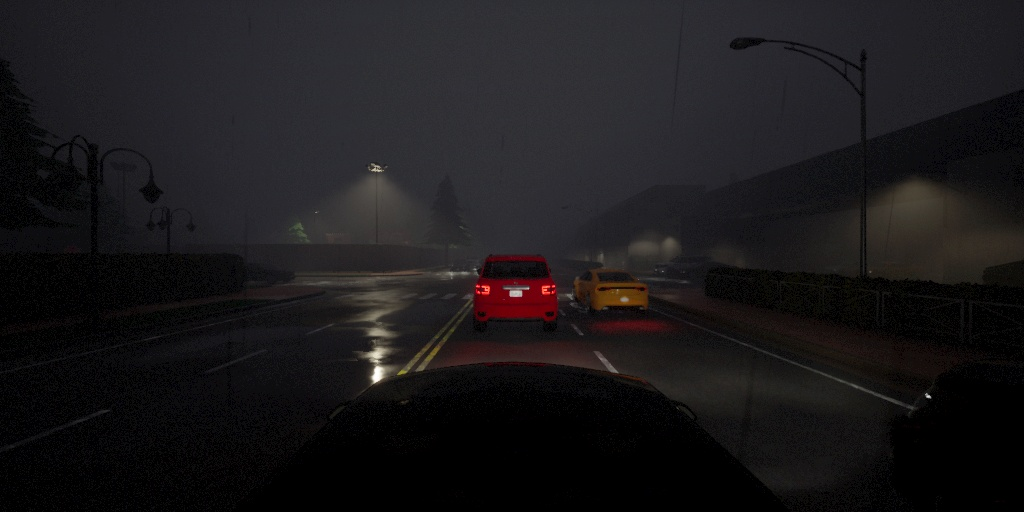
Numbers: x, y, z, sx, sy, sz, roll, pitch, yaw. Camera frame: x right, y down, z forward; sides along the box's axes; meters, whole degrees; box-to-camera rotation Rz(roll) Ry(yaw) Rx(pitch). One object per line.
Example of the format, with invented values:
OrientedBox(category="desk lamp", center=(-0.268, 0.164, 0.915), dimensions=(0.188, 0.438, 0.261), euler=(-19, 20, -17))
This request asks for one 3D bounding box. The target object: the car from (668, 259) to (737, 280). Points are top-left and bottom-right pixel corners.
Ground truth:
OrientedBox(category="car", center=(16.411, 1.228, 30.462), dimensions=(5.008, 1.535, 1.882), euler=(0, 0, 0))

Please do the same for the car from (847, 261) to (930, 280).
OrientedBox(category="car", center=(31.811, 1.227, 30.406), dimensions=(5.008, 1.535, 1.882), euler=(0, 0, 0))

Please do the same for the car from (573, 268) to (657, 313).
OrientedBox(category="car", center=(3.606, 1.227, 13.922), dimensions=(1.882, 1.535, 5.008), euler=(0, 0, 0))

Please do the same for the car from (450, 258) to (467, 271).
OrientedBox(category="car", center=(-6.832, 1.102, 47.454), dimensions=(2.097, 1.767, 4.553), euler=(0, 0, 1))

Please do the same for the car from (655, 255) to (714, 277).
OrientedBox(category="car", center=(16.438, 0.971, 33.963), dimensions=(5.566, 2.045, 2.150), euler=(0, 0, 0))

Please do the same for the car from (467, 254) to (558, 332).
OrientedBox(category="car", center=(0.071, 0.971, 11.044), dimensions=(2.150, 2.045, 5.566), euler=(0, 0, 0))

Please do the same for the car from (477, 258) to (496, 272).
OrientedBox(category="car", center=(-3.333, 1.102, 47.331), dimensions=(2.097, 1.767, 4.553), euler=(0, 0, 1))

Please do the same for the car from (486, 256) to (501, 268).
OrientedBox(category="car", center=(-3.133, 0.973, 62.562), dimensions=(2.150, 2.045, 5.566), euler=(0, 0, 1))

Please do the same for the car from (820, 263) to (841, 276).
OrientedBox(category="car", center=(31.935, 1.275, 33.894), dimensions=(4.674, 1.442, 1.812), euler=(0, 0, 0))

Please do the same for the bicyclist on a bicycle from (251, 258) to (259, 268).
OrientedBox(category="bicyclist on a bicycle", center=(-25.137, 1.036, 35.230), dimensions=(0.582, 1.620, 1.656), euler=(0, 0, 0))

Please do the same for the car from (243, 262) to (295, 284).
OrientedBox(category="car", center=(-18.605, 1.211, 26.231), dimensions=(5.008, 1.535, 1.882), euler=(0, 0, 0))
